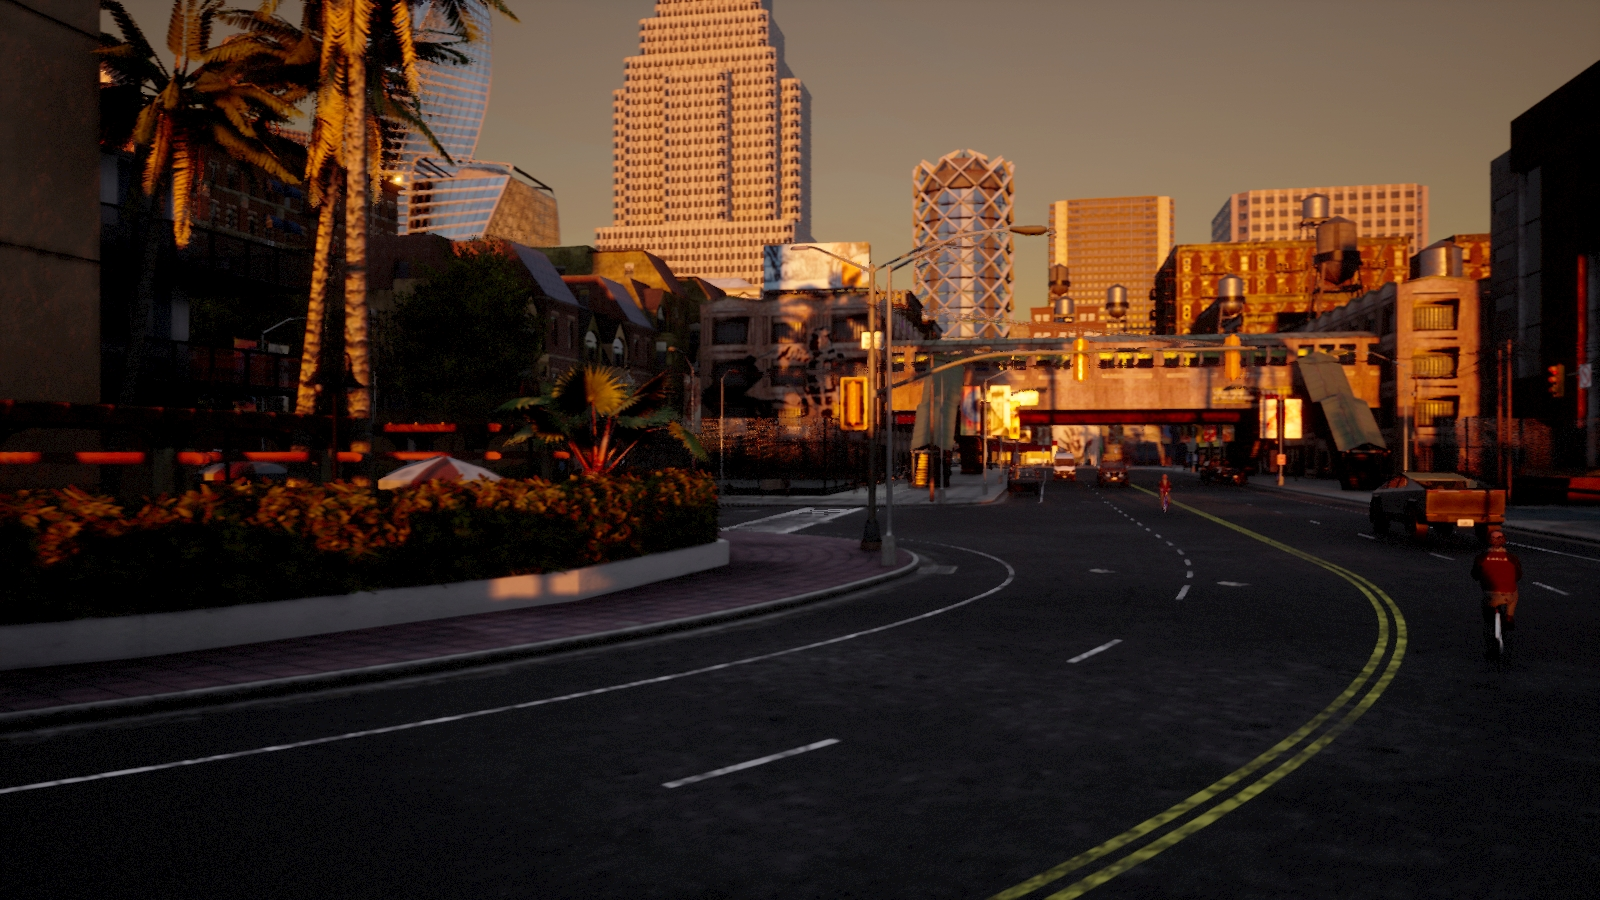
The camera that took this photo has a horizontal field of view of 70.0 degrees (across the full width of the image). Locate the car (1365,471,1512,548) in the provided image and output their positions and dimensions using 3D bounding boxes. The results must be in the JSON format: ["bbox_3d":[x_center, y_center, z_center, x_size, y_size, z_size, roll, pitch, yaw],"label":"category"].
[{"bbox_3d":[20.017,1.762,36.196,2.390,2.098,6.274,0,0,13],"label":"car"}]

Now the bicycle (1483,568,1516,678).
[{"bbox_3d":[9.116,2.213,14.870,0.329,1.171,1.835,-1,0,32],"label":"bicycle"}]
